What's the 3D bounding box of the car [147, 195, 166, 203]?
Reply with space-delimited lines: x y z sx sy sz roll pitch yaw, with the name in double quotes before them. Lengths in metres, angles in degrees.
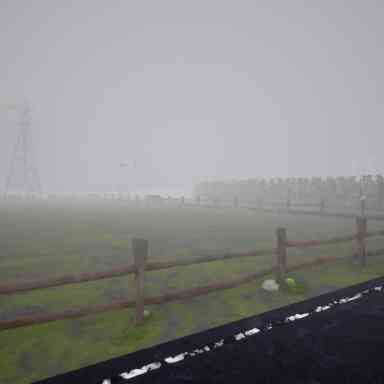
"car" -6.476 1.277 58.745 1.837 1.490 4.892 1 0 -35
